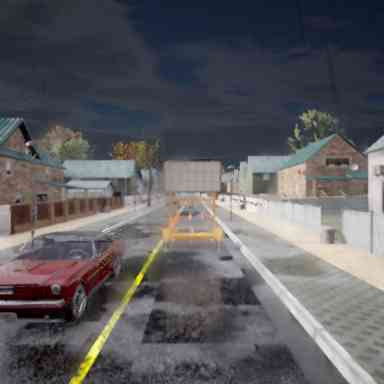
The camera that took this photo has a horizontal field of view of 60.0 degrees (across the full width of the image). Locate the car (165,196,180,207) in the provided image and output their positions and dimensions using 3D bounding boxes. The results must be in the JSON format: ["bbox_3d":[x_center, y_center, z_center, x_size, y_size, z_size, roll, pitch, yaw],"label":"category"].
[{"bbox_3d":[-2.762,1.381,48.621,1.837,1.490,4.892,0,0,0],"label":"car"}]

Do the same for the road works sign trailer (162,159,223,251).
[{"bbox_3d":[0.021,0.432,13.829,2.380,3.560,2.880,0,0,0],"label":"road works sign trailer"}]

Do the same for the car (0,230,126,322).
[{"bbox_3d":[-2.839,1.584,7.316,1.895,1.301,4.718,0,0,0],"label":"car"}]
